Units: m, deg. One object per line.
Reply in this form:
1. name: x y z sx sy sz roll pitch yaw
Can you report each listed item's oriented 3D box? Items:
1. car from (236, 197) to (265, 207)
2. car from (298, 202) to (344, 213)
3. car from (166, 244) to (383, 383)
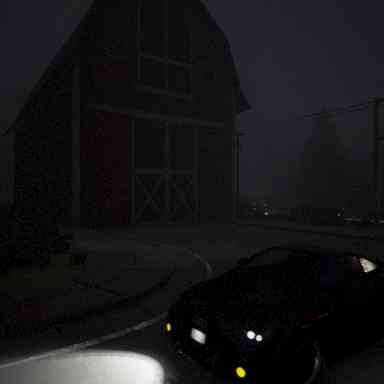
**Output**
1. car: 6.191 1.379 37.662 2.097 1.767 4.553 0 0 -34
2. car: 11.296 1.628 30.221 1.895 1.301 4.718 0 0 -34
3. car: 1.699 1.564 5.198 4.181 1.385 1.994 0 0 -35
